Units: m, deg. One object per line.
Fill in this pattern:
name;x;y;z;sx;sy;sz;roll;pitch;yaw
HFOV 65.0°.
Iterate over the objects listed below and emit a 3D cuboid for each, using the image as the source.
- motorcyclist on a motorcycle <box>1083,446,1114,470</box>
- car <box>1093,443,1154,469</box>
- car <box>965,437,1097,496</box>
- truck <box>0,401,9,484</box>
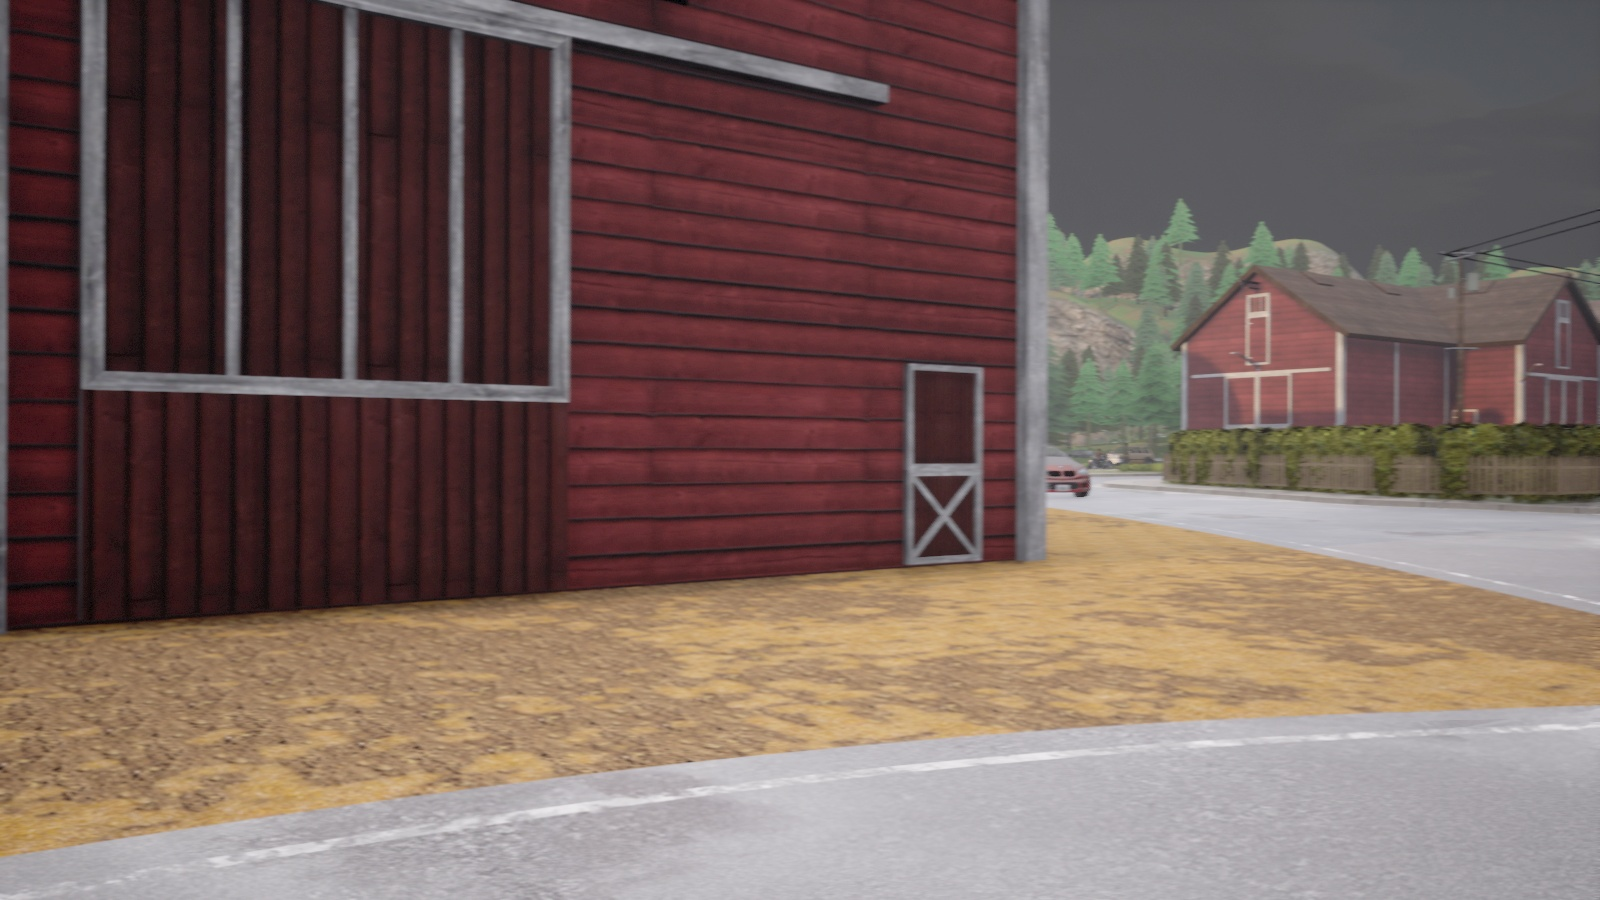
motorcyclist on a motorcycle;20.945;0.580;88.000;2.350;1.649;0.766;0;0;-35
car;24.397;0.447;94.683;4.605;1.855;1.932;0;0;-35
car;6.913;0.464;38.079;2.242;1.667;4.611;0;0;-14
truck;-37.269;-0.324;51.579;7.936;3.462;2.891;0;0;-35
